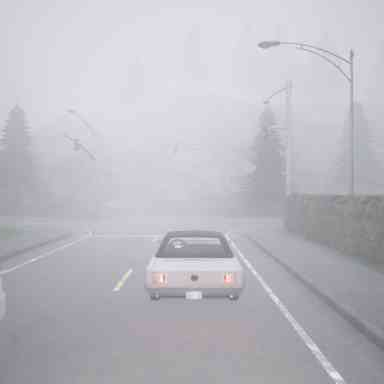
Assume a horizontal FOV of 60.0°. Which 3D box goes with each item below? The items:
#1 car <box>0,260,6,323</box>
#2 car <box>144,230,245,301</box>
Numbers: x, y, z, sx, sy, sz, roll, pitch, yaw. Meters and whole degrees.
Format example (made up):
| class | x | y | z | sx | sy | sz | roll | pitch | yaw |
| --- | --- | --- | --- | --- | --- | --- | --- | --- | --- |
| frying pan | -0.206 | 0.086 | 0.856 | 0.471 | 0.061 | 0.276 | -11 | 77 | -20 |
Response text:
| class | x | y | z | sx | sy | sz | roll | pitch | yaw |
| --- | --- | --- | --- | --- | --- | --- | --- | --- | --- |
| car | -3.562 | 1.221 | 2.147 | 2.150 | 2.045 | 5.566 | 0 | 0 | 1 |
| car | 0.062 | 1.601 | 8.309 | 1.895 | 1.301 | 4.718 | 0 | 0 | 0 |
